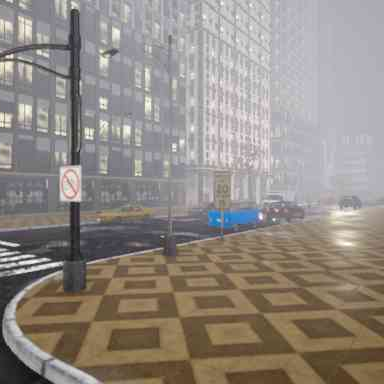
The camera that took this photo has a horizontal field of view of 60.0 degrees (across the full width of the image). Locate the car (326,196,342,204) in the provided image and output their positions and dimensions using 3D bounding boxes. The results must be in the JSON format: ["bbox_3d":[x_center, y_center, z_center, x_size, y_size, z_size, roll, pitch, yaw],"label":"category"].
[{"bbox_3d":[28.575,1.617,66.924,2.008,1.369,4.403,0,0,38],"label":"car"}]

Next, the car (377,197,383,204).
[{"bbox_3d":[38.211,1.655,66.514,1.947,1.339,4.313,0,0,38],"label":"car"}]

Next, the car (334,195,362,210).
[{"bbox_3d":[21.218,1.365,44.490,2.192,1.841,5.009,0,0,38],"label":"car"}]

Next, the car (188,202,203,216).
[{"bbox_3d":[1.384,1.596,31.685,1.802,1.307,4.206,0,0,38],"label":"car"}]

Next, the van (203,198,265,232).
[{"bbox_3d":[2.653,1.363,20.247,1.690,1.788,3.998,0,0,38],"label":"van"}]

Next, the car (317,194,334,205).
[{"bbox_3d":[25.176,1.373,62.520,2.192,1.841,5.009,0,0,38],"label":"car"}]

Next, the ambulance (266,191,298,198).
[{"bbox_3d":[10.254,1.056,38.979,2.351,2.431,6.366,0,0,38],"label":"ambulance"}]

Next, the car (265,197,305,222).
[{"bbox_3d":[7.623,1.468,26.870,1.967,1.590,4.097,0,0,38],"label":"car"}]

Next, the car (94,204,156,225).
[{"bbox_3d":[-4.733,1.532,23.969,1.752,1.417,4.829,0,0,38],"label":"car"}]
